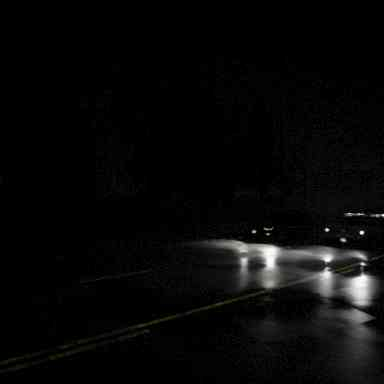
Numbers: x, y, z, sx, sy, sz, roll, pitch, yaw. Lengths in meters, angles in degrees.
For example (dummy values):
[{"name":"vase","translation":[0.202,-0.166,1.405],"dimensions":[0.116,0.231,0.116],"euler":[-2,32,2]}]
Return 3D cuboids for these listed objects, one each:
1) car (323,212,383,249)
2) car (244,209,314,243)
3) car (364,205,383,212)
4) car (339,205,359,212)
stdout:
[{"name":"car","translation":[8.036,1.803,15.805],"dimensions":[1.895,1.301,4.718],"euler":[0,-1,45]},{"name":"car","translation":[4.648,1.687,17.407],"dimensions":[4.892,1.490,1.837],"euler":[2,-1,-45]},{"name":"car","translation":[28.520,2.717,52.029],"dimensions":[1.994,1.385,4.181],"euler":[0,-1,9]},{"name":"car","translation":[25.134,2.743,53.198],"dimensions":[1.994,1.385,4.181],"euler":[0,-1,8]}]
